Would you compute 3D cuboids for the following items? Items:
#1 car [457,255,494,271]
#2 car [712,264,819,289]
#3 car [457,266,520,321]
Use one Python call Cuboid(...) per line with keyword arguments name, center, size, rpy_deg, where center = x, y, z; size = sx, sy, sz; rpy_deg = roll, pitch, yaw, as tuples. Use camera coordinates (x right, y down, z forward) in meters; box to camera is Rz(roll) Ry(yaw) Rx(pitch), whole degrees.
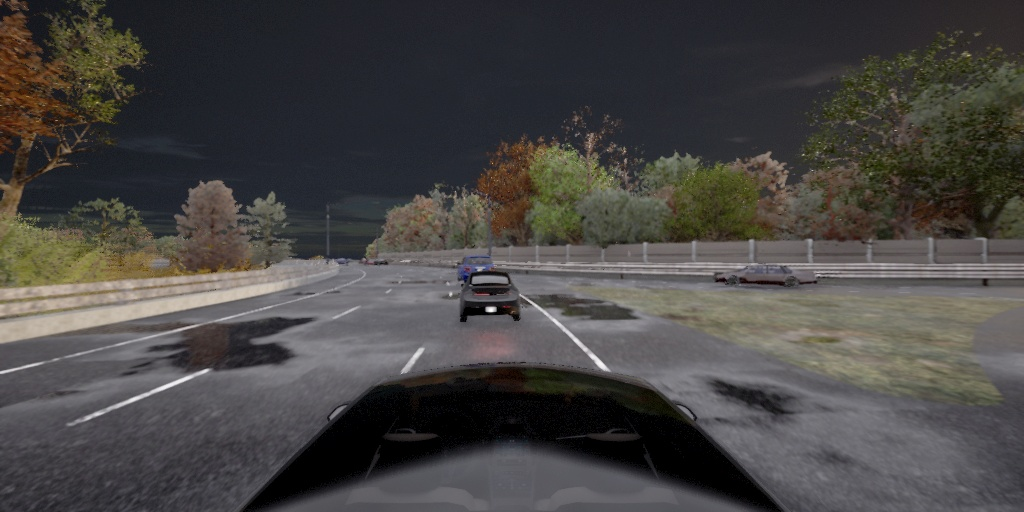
Cuboid(name="car", center=(-2.570, 0.974, 24.982), size=(2.150, 2.045, 5.566), rpy_deg=(0, 0, -13))
Cuboid(name="car", center=(15.687, 1.240, 22.532), size=(5.357, 1.411, 2.033), rpy_deg=(0, 0, 22))
Cuboid(name="car", center=(-0.808, 1.255, 12.494), size=(1.837, 1.490, 4.892), rpy_deg=(0, 0, -5))
